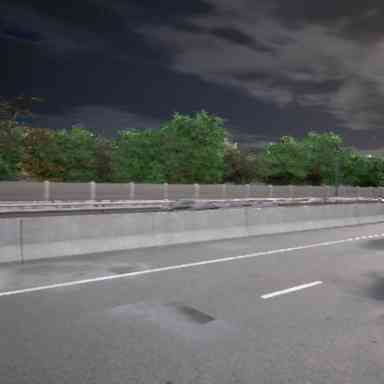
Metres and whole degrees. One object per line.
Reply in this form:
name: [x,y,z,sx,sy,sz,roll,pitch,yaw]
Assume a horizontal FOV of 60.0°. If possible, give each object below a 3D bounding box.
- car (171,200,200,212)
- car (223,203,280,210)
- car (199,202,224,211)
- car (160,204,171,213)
car: [1.129,1.584,30.511,5.357,1.411,2.033,0,0,-36]
car: [5.215,1.563,24.828,5.357,1.411,2.033,0,0,-36]
car: [3.094,1.576,27.615,4.181,1.385,1.994,0,0,-36]
car: [-0.914,1.554,33.353,4.892,1.490,1.837,0,0,-36]
